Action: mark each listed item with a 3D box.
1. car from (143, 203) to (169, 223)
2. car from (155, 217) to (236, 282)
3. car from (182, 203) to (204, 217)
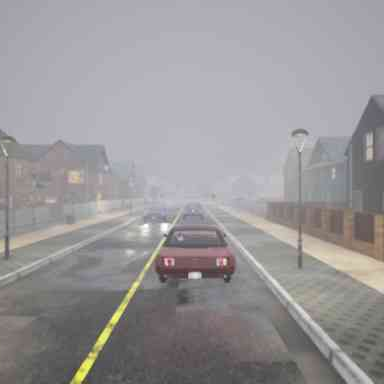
[{"bbox_3d":[-2.849,1.646,27.140,1.812,1.442,4.674,0,0,0],"label":"car"},{"bbox_3d":[0.085,1.640,9.861,1.895,1.301,4.718,0,0,0],"label":"car"},{"bbox_3d":[0.099,1.688,30.703,2.033,1.411,5.357,0,0,0],"label":"car"}]
